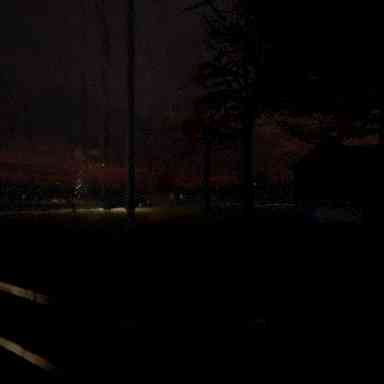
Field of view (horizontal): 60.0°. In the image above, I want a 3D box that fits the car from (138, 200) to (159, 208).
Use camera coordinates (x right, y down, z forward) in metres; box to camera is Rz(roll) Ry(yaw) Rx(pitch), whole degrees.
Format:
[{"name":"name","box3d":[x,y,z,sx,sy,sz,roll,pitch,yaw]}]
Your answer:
[{"name":"car","box3d":[-8.578,2.348,65.984,2.128,1.511,4.902,1,0,36]}]
